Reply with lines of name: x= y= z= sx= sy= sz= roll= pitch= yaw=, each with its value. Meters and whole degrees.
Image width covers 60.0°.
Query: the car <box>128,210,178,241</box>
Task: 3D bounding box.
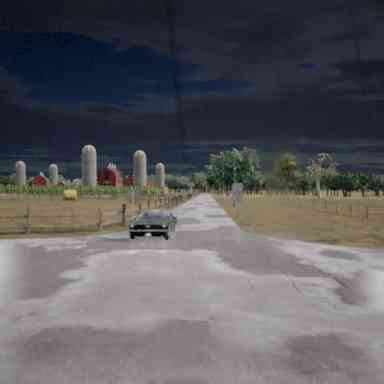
car: x=-1.844 y=1.584 z=16.853 sx=1.895 sy=1.301 sz=4.718 roll=0 pitch=0 yaw=3
